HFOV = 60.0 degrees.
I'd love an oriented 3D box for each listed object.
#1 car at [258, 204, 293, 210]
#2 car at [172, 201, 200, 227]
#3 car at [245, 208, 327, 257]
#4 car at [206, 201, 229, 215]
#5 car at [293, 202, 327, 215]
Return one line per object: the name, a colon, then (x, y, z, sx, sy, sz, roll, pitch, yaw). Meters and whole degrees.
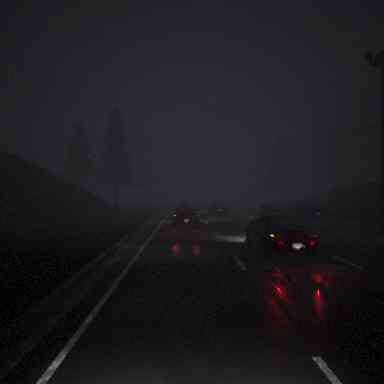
car: (6.469, 1.660, 27.347, 1.994, 1.385, 4.181, 0, 0, -1)
car: (-0.430, 1.627, 23.313, 1.812, 1.442, 4.674, 0, 0, -1)
car: (3.332, 1.571, 12.995, 1.812, 1.442, 4.674, 0, 0, -1)
car: (2.746, 1.672, 36.131, 1.812, 1.442, 4.674, 0, 0, -1)
car: (9.931, 1.568, 28.901, 1.882, 1.535, 5.008, 0, 0, -1)
